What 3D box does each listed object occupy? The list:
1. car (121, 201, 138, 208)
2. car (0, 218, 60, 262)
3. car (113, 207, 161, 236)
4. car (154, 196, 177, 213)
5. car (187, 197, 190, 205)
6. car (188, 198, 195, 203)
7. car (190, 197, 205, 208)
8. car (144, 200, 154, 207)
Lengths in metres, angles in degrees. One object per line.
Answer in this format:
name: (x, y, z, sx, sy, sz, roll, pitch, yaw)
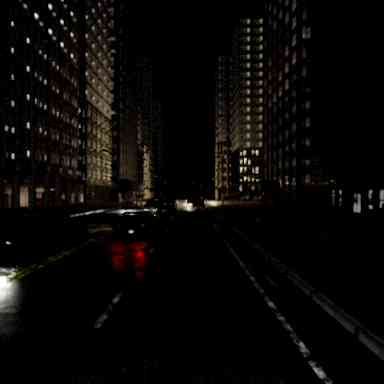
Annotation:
car: (-9.832, 2.046, 52.514, 1.895, 1.301, 4.718, 0, 0, 0)
car: (-6.604, 1.670, 12.491, 1.994, 1.385, 4.181, 0, 0, 0)
car: (-3.158, 1.766, 19.413, 1.895, 1.301, 4.718, 0, 0, 0)
car: (-3.169, 1.580, 42.266, 2.150, 2.045, 5.566, 0, -1, 0)
car: (-0.029, 1.863, 73.905, 2.097, 1.767, 4.553, 0, 0, 0)
car: (-0.037, 2.297, 92.875, 1.895, 1.301, 4.718, 0, 0, 0)
car: (1.114, 1.838, 57.340, 2.097, 1.767, 4.553, 0, 0, 0)
car: (-6.581, 1.983, 53.937, 1.812, 1.442, 4.674, 0, 0, 0)
